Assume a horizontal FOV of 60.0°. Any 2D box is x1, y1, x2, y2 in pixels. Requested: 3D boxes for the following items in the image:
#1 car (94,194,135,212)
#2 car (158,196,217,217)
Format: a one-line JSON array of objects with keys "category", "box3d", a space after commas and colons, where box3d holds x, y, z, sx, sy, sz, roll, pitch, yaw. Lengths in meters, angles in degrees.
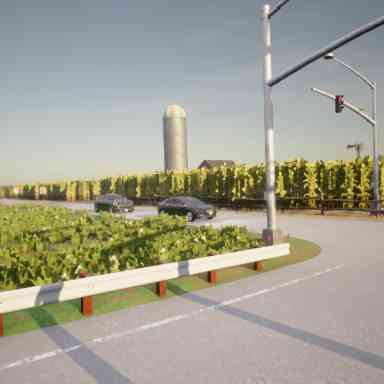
[{"category": "car", "box3d": [-7.072, 0.967, 30.048, 2.097, 1.767, 4.553, -3, 2, -40]}, {"category": "car", "box3d": [-0.432, 1.080, 22.233, 1.837, 1.490, 4.892, -3, 2, -40]}]
